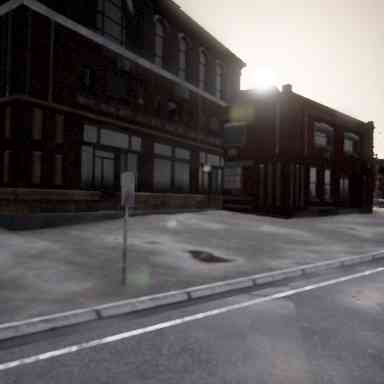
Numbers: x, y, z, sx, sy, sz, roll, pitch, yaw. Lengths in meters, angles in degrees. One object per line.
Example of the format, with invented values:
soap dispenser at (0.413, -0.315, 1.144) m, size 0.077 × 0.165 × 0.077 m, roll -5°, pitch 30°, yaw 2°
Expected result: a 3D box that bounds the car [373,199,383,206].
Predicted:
car at (32.303, 1.863, 57.872) m, size 2.033 × 1.411 × 5.357 m, roll 2°, pitch 0°, yaw -12°
